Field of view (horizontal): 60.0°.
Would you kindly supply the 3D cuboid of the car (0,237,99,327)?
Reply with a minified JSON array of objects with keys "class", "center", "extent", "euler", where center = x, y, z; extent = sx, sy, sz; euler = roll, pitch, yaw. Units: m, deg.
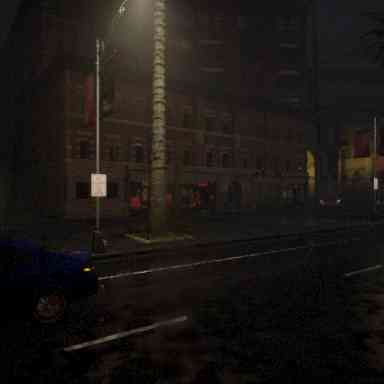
[{"class":"car","center":[-3.925,1.526,5.491],"extent":[4.674,1.442,1.812],"euler":[0,0,-35]}]
